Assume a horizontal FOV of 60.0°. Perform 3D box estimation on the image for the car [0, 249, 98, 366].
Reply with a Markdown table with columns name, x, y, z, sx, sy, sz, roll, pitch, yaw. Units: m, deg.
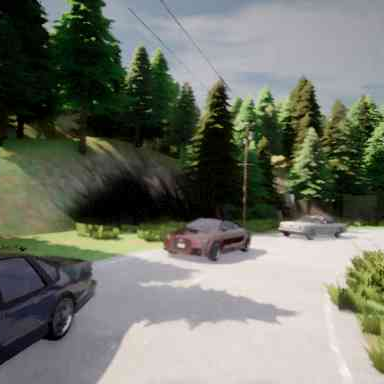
| name | x | y | z | sx | sy | sz | roll | pitch | yaw |
| --- | --- | --- | --- | --- | --- | --- | --- | --- | --- |
| car | -3.042 | 1.457 | 3.901 | 2.033 | 1.411 | 5.357 | 2 | -1 | 11 |

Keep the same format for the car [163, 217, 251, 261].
| name | x | y | z | sx | sy | sz | roll | pitch | yaw |
| --- | --- | --- | --- | --- | --- | --- | --- | --- | --- |
| car | 0.741 | 1.725 | 13.141 | 1.994 | 1.385 | 4.181 | 2 | -1 | 34 |

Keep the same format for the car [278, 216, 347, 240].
| name | x | y | z | sx | sy | sz | roll | pitch | yaw |
| --- | --- | --- | --- | --- | --- | --- | --- | --- | --- |
| car | 7.474 | 2.118 | 20.459 | 4.718 | 1.301 | 1.895 | 3 | -1 | -36 |
